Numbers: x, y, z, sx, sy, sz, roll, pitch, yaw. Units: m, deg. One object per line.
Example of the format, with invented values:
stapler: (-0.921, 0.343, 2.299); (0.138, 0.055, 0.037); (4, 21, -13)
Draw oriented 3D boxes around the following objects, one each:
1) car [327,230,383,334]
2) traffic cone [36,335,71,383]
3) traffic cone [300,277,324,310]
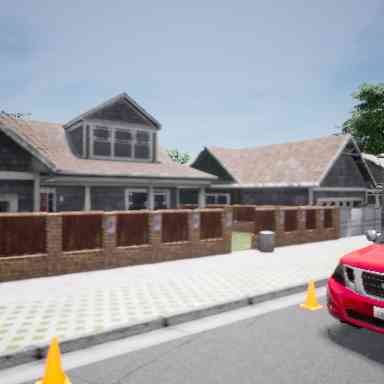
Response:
car: (4.802, 1.326, 6.080); (5.566, 2.045, 2.150); (1, -1, -36)
traffic cone: (-1.600, 1.962, 3.869); (0.340, 0.580, 0.340); (1, -1, -35)
traffic cone: (2.432, 2.035, 6.760); (0.340, 0.580, 0.340); (1, -1, -36)
